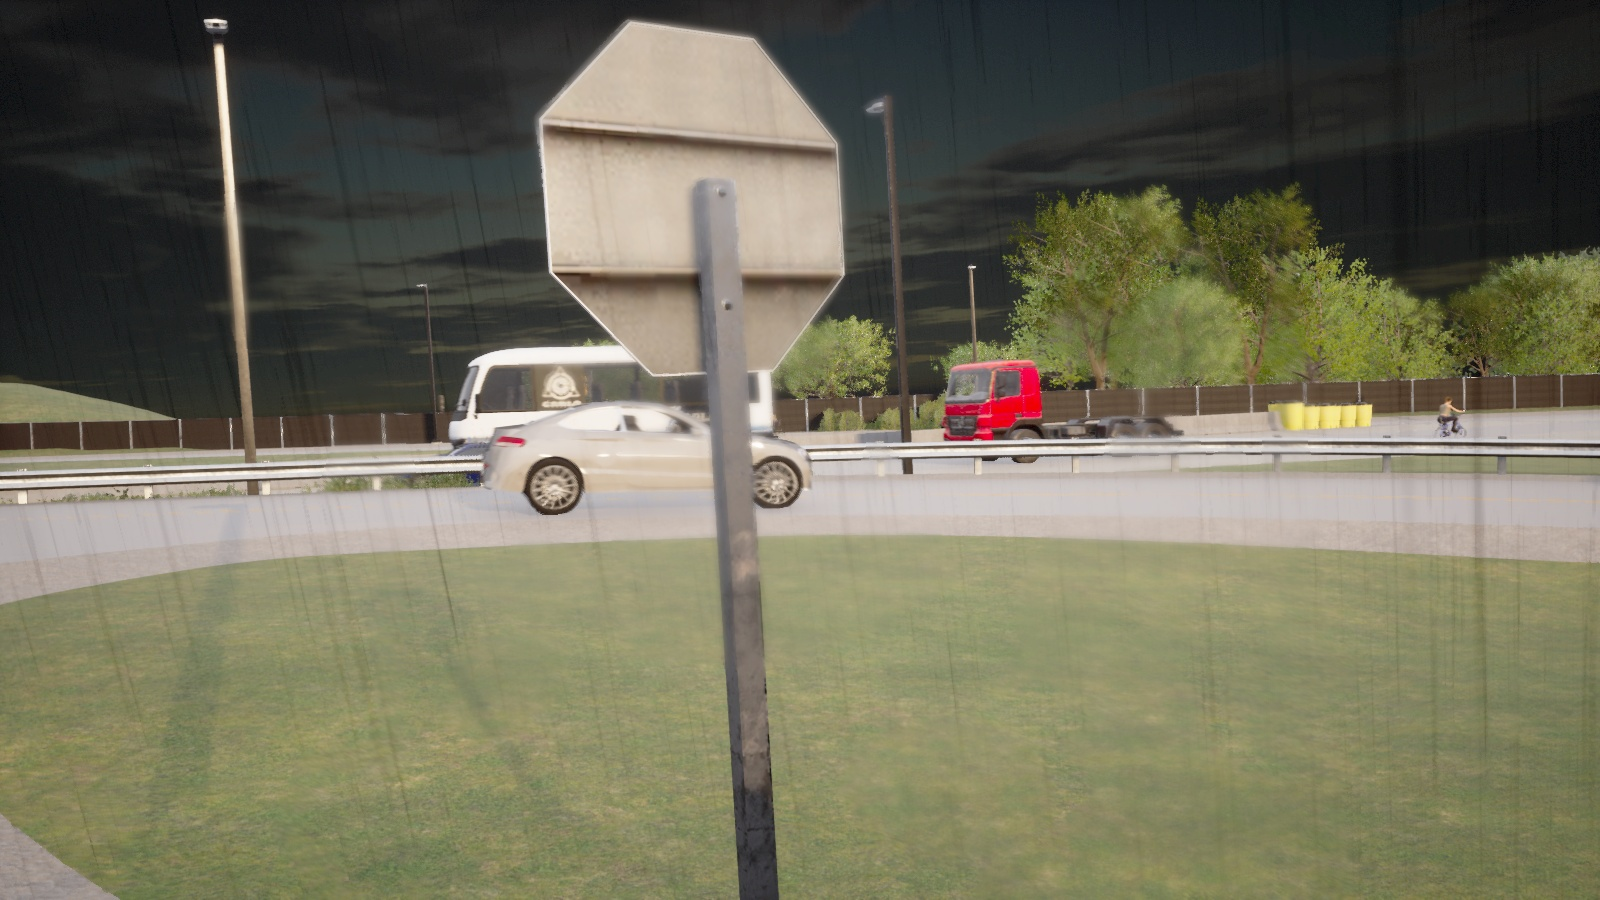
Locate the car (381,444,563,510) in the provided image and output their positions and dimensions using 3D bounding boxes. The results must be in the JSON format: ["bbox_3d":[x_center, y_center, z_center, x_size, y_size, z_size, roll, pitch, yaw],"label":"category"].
[{"bbox_3d":[-9.197,0.723,35.219,4.674,1.442,1.812,-4,2,-22],"label":"car"}]

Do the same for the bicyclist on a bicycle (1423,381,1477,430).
[{"bbox_3d":[22.850,-1.567,44.140,1.509,1.612,0.866,-4,2,-21],"label":"bicyclist on a bicycle"}]

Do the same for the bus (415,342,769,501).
[{"bbox_3d":[-6.600,-1.003,39.993,10.273,4.253,3.944,-4,2,-22],"label":"bus"}]

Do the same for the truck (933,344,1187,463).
[{"bbox_3d":[8.776,-1.591,42.314,7.936,3.462,2.891,-4,2,-22],"label":"truck"}]

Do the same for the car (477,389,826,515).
[{"bbox_3d":[-2.333,-0.031,19.356,5.027,1.651,2.152,-2,2,-15],"label":"car"}]
